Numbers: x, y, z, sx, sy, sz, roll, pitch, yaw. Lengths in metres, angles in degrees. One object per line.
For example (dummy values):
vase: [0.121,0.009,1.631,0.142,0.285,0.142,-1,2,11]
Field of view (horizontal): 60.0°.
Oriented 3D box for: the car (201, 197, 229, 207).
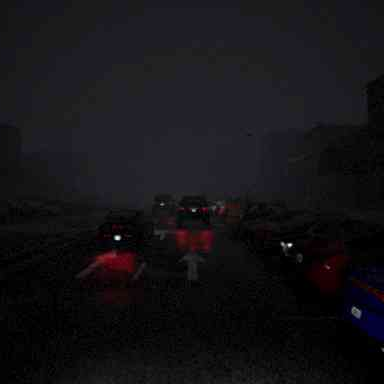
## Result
car: [4.696,1.989,68.443,5.566,2.045,2.435,0,-1,0]

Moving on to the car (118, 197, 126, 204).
car: [-15.955,2.126,63.036,5.366,1.575,1.946,0,-1,0]

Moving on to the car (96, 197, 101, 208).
car: [-15.771,1.798,46.495,4.792,1.488,2.163,0,-1,0]

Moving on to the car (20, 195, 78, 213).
car: [-15.695,1.351,35.482,5.566,2.045,2.435,0,-1,0]

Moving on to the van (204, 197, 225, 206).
van: [4.845,2.073,71.341,4.442,1.987,1.878,0,-1,0]

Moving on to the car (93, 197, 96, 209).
car: [-15.732,1.714,43.745,5.008,1.535,2.097,0,-1,0]

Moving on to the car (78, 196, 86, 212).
car: [-15.699,1.381,38.239,5.566,2.045,2.435,0,-1,0]

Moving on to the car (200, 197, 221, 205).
car: [4.797,2.350,88.012,5.566,2.045,2.435,0,-1,0]

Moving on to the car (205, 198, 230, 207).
car: [4.756,1.998,63.002,4.553,1.767,2.185,0,-1,0]

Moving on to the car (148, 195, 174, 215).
car: [-2.891,1.327,34.941,2.150,2.045,5.566,0,-1,0]

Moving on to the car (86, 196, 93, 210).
car: [-15.704,1.421,40.992,5.566,2.045,2.435,0,-1,0]

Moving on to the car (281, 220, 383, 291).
car: [4.741,1.517,7.443,4.792,1.488,2.163,0,0,0]

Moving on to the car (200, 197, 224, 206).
car: [4.772,2.207,79.677,5.566,2.045,2.435,0,-1,0]

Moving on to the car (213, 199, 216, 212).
car: [4.716,1.606,32.450,4.674,1.452,2.002,0,0,0]

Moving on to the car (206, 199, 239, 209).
car: [4.727,1.870,51.760,5.008,1.535,2.097,0,-1,0]

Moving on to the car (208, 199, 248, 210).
car: [4.906,1.747,46.205,5.366,1.575,1.946,0,-1,0]

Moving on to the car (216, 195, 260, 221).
car: [4.686,1.424,29.674,4.553,1.767,2.185,0,0,0]

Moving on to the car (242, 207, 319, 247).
car: [4.719,1.498,13.001,5.008,1.535,2.097,0,0,0]

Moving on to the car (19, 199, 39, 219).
car: [-15.704,1.545,27.215,5.008,1.535,2.097,0,0,0]

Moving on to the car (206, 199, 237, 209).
car: [4.729,1.937,54.663,4.892,1.521,2.231,0,-1,0]

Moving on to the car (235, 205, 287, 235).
car: [4.685,1.535,15.780,4.792,1.488,2.163,0,0,0]

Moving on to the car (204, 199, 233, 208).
car: [4.719,2.062,60.221,5.008,1.535,2.097,0,-1,0]

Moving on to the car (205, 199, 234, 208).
car: [4.753,2.029,57.441,4.792,1.488,2.163,0,-1,0]

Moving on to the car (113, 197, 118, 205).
car: [-15.727,1.695,54.770,5.566,2.045,2.435,0,-1,0]

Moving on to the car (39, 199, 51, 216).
car: [-15.711,1.600,29.969,4.674,1.452,2.002,0,0,0]

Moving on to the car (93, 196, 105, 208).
car: [-15.778,1.698,49.256,4.553,1.767,2.185,0,-1,0]

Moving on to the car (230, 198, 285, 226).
car: [4.687,1.387,18.551,4.553,1.767,2.185,0,0,0]

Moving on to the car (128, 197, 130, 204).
car: [-15.776,2.285,68.550,4.674,1.452,2.002,0,-1,0]

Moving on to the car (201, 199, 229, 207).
car: [4.540,2.179,65.655,5.366,1.575,1.946,0,-1,0]

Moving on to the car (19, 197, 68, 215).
car: [-15.533,1.573,32.727,5.366,1.575,1.946,0,0,0]

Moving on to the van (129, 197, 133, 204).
van: [-15.667,2.075,71.314,4.442,1.987,1.878,0,-1,0]

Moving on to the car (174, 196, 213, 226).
car: [0.109,1.271,23.942,2.150,2.045,5.566,0,0,0]

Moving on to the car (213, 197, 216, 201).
car: [4.690,1.337,35.228,5.566,2.045,2.435,0,-1,0]

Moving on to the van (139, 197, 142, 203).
van: [-15.924,2.328,85.104,4.442,1.987,1.878,0,-1,0]

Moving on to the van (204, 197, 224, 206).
van: [4.850,2.126,73.994,4.442,1.987,1.878,0,-1,0]

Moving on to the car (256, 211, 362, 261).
car: [4.706,1.494,10.221,4.892,1.521,2.231,0,0,0]

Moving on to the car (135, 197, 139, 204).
car: [-15.765,2.155,76.830,5.566,2.045,2.435,0,-1,0]

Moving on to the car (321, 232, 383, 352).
car: [4.706,1.484,4.539,5.008,1.535,2.097,0,0,0]

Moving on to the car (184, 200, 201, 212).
car: [0.110,1.756,42.859,2.033,1.411,5.357,0,-1,0]

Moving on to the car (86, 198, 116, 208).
car: [-15.729,1.882,57.524,4.553,1.767,2.185,0,-1,0]

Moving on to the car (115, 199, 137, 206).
car: [-15.768,2.487,79.582,4.792,1.488,2.163,0,-1,0]

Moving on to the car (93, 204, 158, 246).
car: [-2.897,1.529,15.351,1.837,1.490,4.892,0,0,0]

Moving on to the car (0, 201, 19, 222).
car: [-15.736,1.409,24.457,4.553,1.767,2.185,0,0,0]

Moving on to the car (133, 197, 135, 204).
car: [-15.819,2.229,74.069,4.553,1.767,2.185,0,-1,0]

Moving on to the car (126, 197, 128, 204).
car: [-15.960,2.185,65.795,5.366,1.575,1.946,0,-1,0]

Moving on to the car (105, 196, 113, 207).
car: [-15.779,1.633,52.013,5.566,2.045,2.435,0,-1,0]
